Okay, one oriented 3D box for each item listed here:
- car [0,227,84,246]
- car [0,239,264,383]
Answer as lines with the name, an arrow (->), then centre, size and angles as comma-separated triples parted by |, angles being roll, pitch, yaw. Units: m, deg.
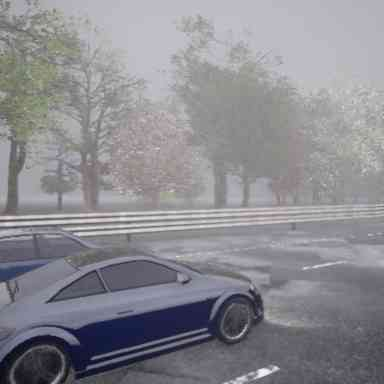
car -> -3.490, 1.535, 7.584 | 5.357, 1.411, 2.033 | 0, 0, -32
car -> -0.928, 1.558, 5.046 | 4.181, 1.385, 1.994 | 0, 0, -32
